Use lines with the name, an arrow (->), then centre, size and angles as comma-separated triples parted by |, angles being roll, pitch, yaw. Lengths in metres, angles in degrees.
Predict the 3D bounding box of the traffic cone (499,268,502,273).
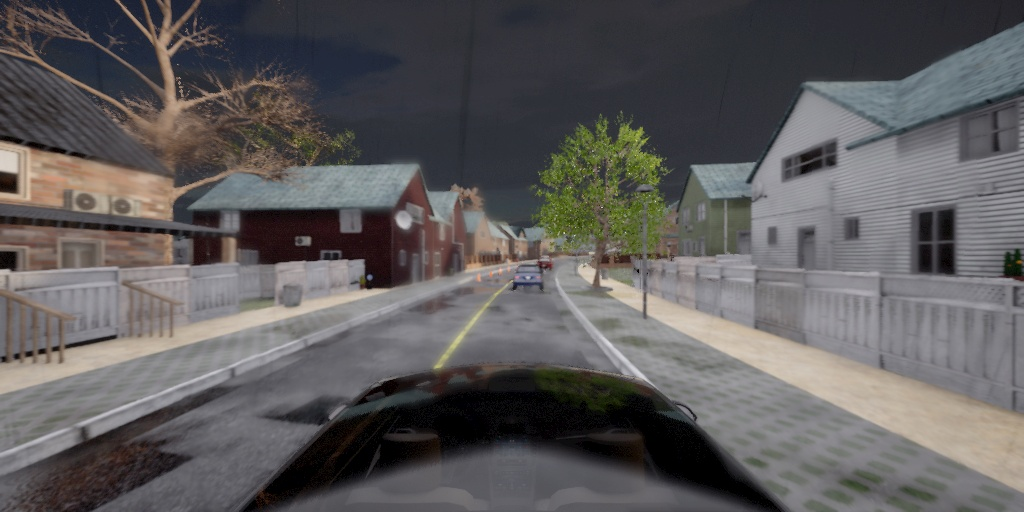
traffic cone -> -1.176, 1.485, 36.922 | 0.340, 0.580, 0.340 | 0, 0, 9

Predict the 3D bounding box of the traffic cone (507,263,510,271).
traffic cone -> -0.375, 1.436, 41.910 | 0.340, 0.580, 0.340 | 0, 0, 10

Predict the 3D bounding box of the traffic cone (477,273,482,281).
traffic cone -> -2.467, 1.575, 26.902 | 0.340, 0.580, 0.340 | 0, 0, 6

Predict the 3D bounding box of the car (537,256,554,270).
car -> 4.190, 0.930, 44.605 | 1.882, 1.535, 5.008 | 0, 1, 10

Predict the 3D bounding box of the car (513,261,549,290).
car -> 1.080, 1.216, 22.027 | 2.033, 1.411, 5.357 | 0, 1, 5

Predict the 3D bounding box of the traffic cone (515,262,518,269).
traffic cone -> 0.530, 1.381, 46.880 | 0.340, 0.580, 0.340 | 0, 0, 11

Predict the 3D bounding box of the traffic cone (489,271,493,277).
traffic cone -> -1.874, 1.530, 31.920 | 0.340, 0.580, 0.340 | 0, 0, 7
